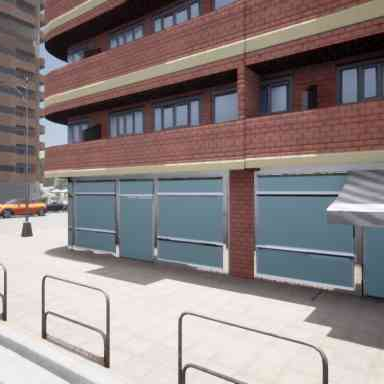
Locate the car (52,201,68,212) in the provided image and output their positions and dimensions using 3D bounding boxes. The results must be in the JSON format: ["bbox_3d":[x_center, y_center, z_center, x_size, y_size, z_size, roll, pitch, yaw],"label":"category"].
[{"bbox_3d":[-15.369,1.601,35.814,1.895,1.301,4.718,0,0,36],"label":"car"}]

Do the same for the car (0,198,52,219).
[{"bbox_3d":[-15.480,1.352,29.729,2.097,1.767,4.553,0,0,36],"label":"car"}]
